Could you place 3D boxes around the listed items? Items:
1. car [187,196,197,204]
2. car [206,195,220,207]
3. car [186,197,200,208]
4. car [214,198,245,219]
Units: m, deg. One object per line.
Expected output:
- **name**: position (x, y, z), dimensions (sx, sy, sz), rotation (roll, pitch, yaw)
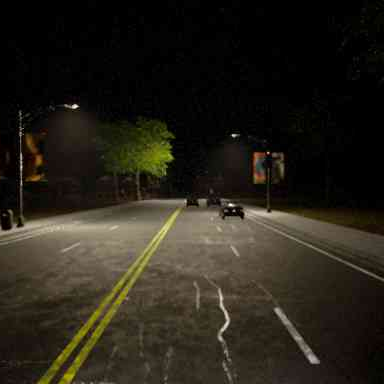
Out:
- **car**: position (-0.003, 1.519, 63.437), dimensions (1.895, 1.301, 4.718), rotation (0, 0, 0)
- **car**: position (3.254, 1.292, 49.465), dimensions (2.097, 1.767, 4.553), rotation (0, 0, 0)
- **car**: position (0.097, 1.491, 47.947), dimensions (2.033, 1.411, 5.357), rotation (0, 0, 0)
- **car**: position (3.319, 1.517, 28.581), dimensions (2.033, 1.411, 5.357), rotation (0, 0, 0)
